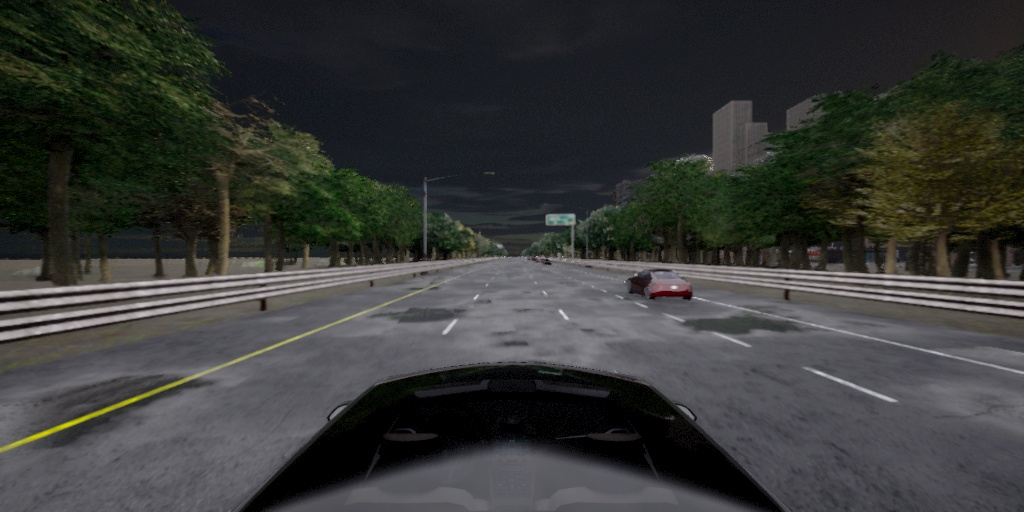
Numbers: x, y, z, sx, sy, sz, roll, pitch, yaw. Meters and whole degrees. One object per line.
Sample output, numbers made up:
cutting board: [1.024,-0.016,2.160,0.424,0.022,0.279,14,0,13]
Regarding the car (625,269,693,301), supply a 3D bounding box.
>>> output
car: [7.017,1.323,17.528,1.994,1.385,4.181,0,0,0]
